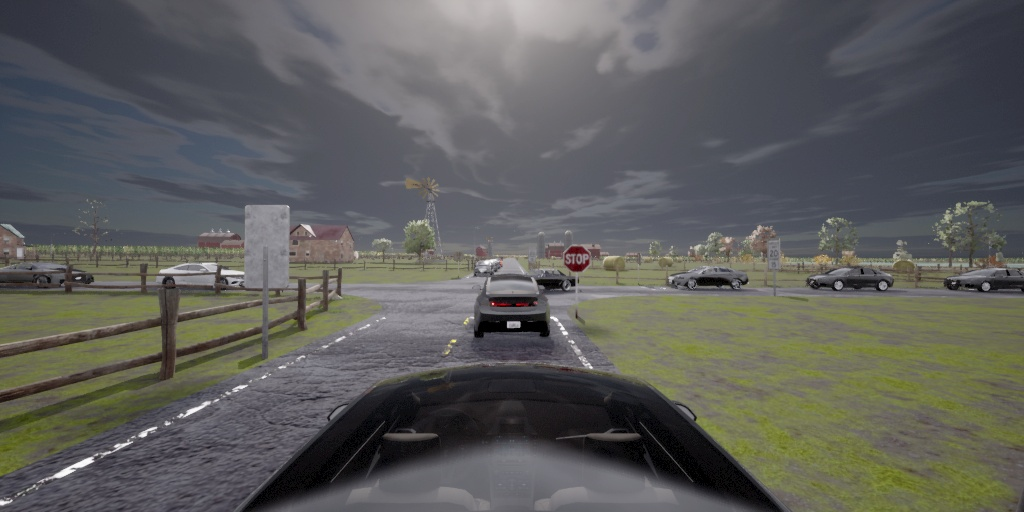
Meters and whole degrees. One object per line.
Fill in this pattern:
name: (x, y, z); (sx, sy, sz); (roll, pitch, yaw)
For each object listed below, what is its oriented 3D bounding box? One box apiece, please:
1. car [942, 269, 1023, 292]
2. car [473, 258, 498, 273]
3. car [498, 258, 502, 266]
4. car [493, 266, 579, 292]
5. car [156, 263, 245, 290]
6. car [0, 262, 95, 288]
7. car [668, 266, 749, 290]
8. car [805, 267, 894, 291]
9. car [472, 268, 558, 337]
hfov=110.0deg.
car: (31.715, 1.587, 23.807); (4.892, 1.490, 1.837); (1, -1, -1)
car: (-2.838, 1.243, 36.948); (2.128, 1.511, 4.902); (0, 0, 0)
car: (-2.826, 1.241, 46.394); (2.128, 1.511, 4.902); (0, 0, 0)
car: (1.510, 1.369, 20.305); (4.718, 1.301, 1.895); (1, 0, -35)
car: (-17.233, 1.103, 20.227); (4.674, 1.442, 1.812); (1, -1, -1)
car: (-26.353, 1.048, 20.110); (4.181, 1.385, 1.994); (1, -1, -1)
car: (12.811, 1.397, 23.527); (4.902, 1.511, 2.128); (1, -1, -2)
car: (22.212, 1.499, 23.692); (4.892, 1.490, 1.837); (1, -1, -1)
car: (-0.069, 1.256, 10.260); (1.837, 1.490, 4.892); (0, 0, -3)
